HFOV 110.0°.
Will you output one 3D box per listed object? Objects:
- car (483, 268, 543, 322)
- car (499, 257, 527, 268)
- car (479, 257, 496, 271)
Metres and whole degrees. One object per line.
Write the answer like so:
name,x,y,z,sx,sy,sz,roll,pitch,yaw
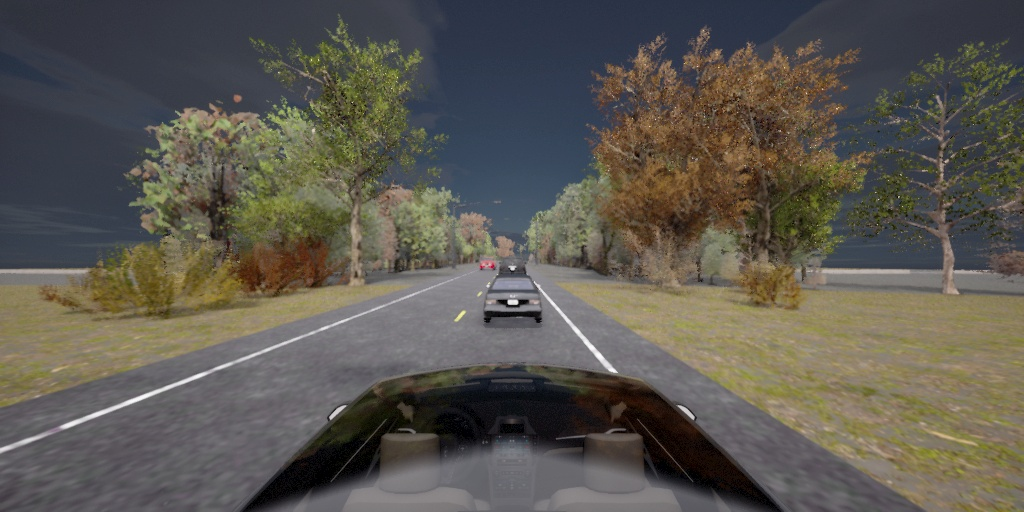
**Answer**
car,0.045,1.331,12.442,2.033,1.411,5.357,0,0,1
car,0.075,1.061,30.166,2.150,2.045,5.566,0,0,0
car,-3.562,1.129,52.940,2.150,2.045,5.566,0,0,0
